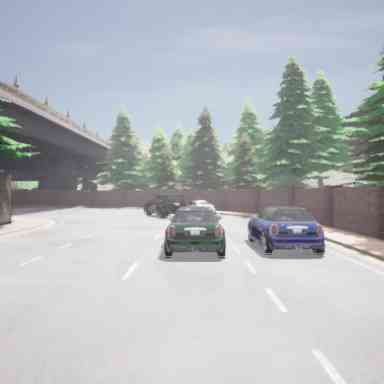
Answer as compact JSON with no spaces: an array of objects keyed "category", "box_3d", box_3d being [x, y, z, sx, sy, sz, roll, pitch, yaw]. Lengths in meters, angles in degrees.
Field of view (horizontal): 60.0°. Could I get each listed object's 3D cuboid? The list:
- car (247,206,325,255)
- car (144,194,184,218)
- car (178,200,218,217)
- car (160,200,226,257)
[{"category":"car","box_3d":[3.596,1.351,13.487,2.097,1.767,4.553,0,0,0]},{"category":"car","box_3d":[-2.508,1.217,30.156,2.150,2.045,5.566,1,0,-28]},{"category":"car","box_3d":[0.478,1.520,31.974,1.812,1.442,4.674,0,0,-28]},{"category":"car","box_3d":[0.099,1.351,13.019,2.097,1.767,4.553,0,0,0]}]
